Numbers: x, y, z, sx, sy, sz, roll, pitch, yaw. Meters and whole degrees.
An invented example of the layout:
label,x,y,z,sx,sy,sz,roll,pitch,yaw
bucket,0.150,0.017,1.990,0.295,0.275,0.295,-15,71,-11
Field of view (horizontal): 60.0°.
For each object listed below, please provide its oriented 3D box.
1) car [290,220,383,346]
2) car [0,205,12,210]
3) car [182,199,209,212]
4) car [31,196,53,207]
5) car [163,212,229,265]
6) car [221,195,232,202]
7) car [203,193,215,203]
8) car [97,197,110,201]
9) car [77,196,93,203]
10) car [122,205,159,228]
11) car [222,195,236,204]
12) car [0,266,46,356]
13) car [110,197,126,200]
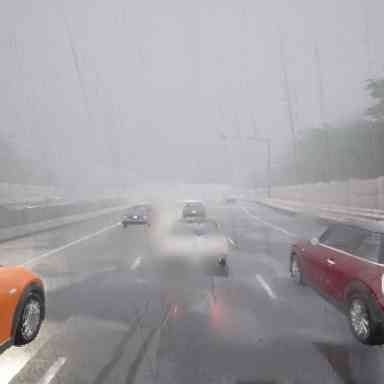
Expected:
label,x,y,z,sx,sy,sz,roll,pitch,yaw
car,3.503,1.328,6.519,2.097,1.767,4.553,0,0,0
car,-14.041,1.475,22.189,1.882,1.535,5.008,0,0,0
car,0.194,1.563,28.856,1.994,1.385,4.181,0,0,0
car,-23.582,1.483,52.362,1.882,1.535,5.008,0,0,-2
car,0.117,1.600,11.582,1.895,1.301,4.718,0,0,0
car,7.563,1.452,73.188,2.128,1.511,4.902,0,0,1
car,4.064,1.526,73.240,1.882,1.535,5.008,0,0,1
car,-17.055,1.622,65.226,1.895,1.301,4.718,0,0,1
car,-20.576,1.518,64.061,1.837,1.490,4.892,0,0,1
car,-3.344,1.546,22.221,2.033,1.411,5.357,0,0,0
car,7.284,1.505,63.521,1.882,1.535,5.008,0,0,3
car,-3.396,1.351,3.512,2.097,1.767,4.553,0,0,0
car,-13.585,1.621,63.544,1.895,1.301,4.718,0,0,1
